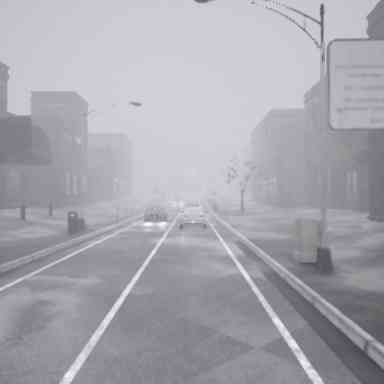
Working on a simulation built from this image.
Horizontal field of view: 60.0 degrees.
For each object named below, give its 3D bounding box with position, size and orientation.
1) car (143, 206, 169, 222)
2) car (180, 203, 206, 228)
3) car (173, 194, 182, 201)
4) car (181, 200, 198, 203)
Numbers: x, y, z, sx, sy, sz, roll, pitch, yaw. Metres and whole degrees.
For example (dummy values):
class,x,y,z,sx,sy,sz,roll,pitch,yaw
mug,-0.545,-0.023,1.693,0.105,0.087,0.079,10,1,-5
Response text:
class,x,y,z,sx,sy,sz,roll,pitch,yaw
car,-3.112,1.914,29.610,1.994,1.385,4.181,0,-1,0
car,0.085,1.804,24.561,1.812,1.442,4.674,0,-1,0
car,-3.042,1.170,70.261,1.895,1.301,4.718,0,3,0
car,0.068,1.900,42.555,2.163,1.488,4.792,0,0,0
